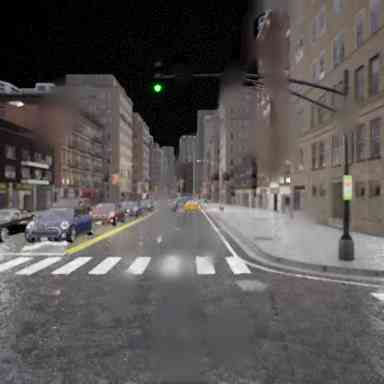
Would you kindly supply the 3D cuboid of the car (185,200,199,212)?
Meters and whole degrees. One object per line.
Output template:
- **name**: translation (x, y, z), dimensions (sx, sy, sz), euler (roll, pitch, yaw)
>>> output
- **car**: translation (-0.013, 2.051, 47.625), dimensions (1.882, 1.535, 5.008), euler (0, -1, 0)

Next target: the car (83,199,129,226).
- **car**: translation (-6.598, 1.643, 26.037), dimensions (2.097, 1.767, 4.553), euler (0, -1, 0)

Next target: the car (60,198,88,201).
- **car**: translation (-9.843, 1.526, 27.292), dimensions (2.150, 2.045, 5.566), euler (0, -1, 0)

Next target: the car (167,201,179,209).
- **car**: translation (-3.267, 2.239, 58.042), dimensions (1.812, 1.442, 4.674), euler (0, -1, 0)

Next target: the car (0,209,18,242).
- **car**: translation (-9.848, 1.677, 17.434), dimensions (2.128, 1.511, 4.902), euler (0, -1, 0)

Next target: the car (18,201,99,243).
- **car**: translation (-6.597, 1.536, 17.102), dimensions (2.097, 1.767, 4.553), euler (0, -1, 0)

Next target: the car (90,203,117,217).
- **car**: translation (-9.856, 1.958, 37.363), dimensions (1.812, 1.442, 4.674), euler (0, -1, 0)

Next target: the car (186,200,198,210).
- **car**: translation (-0.017, 2.206, 58.043), dimensions (2.128, 1.511, 4.902), euler (0, -1, 0)

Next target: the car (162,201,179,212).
- **car**: translation (-3.264, 2.141, 48.006), dimensions (1.994, 1.385, 4.181), euler (0, -1, 0)

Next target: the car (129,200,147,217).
- **car**: translation (-6.599, 1.771, 36.200), dimensions (2.097, 1.767, 4.553), euler (0, -1, 0)

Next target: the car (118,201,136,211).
- **car**: translation (-9.794, 2.132, 50.454), dimensions (1.812, 1.442, 4.674), euler (0, -1, 1)

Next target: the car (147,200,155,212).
- **car**: translation (-6.570, 1.917, 47.098), dimensions (2.097, 1.767, 4.553), euler (0, -1, 0)
